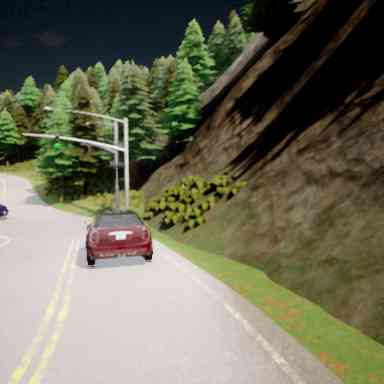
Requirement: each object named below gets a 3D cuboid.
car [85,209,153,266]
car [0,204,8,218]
[{"bbox_3d":[-2.818,1.427,12.300,2.097,1.767,4.553,-1,0,-17],"label":"car"},{"bbox_3d":[-16.705,1.329,25.701,4.674,1.442,1.812,2,1,3],"label":"car"}]
